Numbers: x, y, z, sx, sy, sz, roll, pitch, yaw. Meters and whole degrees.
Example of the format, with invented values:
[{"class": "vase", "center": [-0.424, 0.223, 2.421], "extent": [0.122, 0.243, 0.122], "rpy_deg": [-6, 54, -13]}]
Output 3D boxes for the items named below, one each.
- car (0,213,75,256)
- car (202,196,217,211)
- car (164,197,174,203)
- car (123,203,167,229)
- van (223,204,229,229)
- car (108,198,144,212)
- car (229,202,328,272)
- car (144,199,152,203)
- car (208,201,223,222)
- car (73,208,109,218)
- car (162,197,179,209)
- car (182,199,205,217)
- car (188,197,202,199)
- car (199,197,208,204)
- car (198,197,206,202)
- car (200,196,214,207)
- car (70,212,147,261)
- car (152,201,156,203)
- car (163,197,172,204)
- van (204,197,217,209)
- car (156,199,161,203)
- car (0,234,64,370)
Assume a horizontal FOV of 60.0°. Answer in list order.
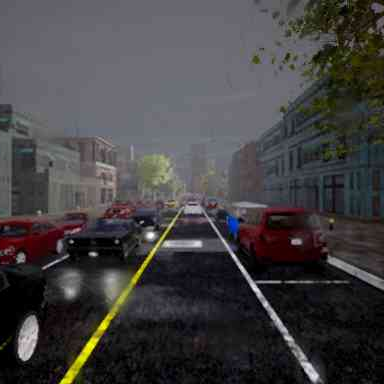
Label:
[{"class": "car", "center": [-5.692, 1.603, 10.912], "extent": [1.887, 1.381, 4.507], "rpy_deg": [-1, 0, 0]}, {"class": "car", "center": [2.691, 1.674, 44.176], "extent": [1.967, 1.590, 4.097], "rpy_deg": [-1, 0, 0]}, {"class": "car", "center": [-5.684, 1.986, 82.983], "extent": [2.008, 1.369, 4.403], "rpy_deg": [-1, 0, 0]}, {"class": "car", "center": [-3.078, 1.684, 22.580], "extent": [1.994, 1.385, 4.181], "rpy_deg": [0, 0, 0]}, {"class": "van", "center": [2.688, 1.429, 16.457], "extent": [1.690, 1.788, 3.998], "rpy_deg": [-1, 0, 0]}, {"class": "car", "center": [-5.693, 1.461, 27.546], "extent": [2.192, 1.841, 5.009], "rpy_deg": [-1, 0, 0]}, {"class": "car", "center": [2.687, 1.374, 10.913], "extent": [2.192, 1.841, 5.009], "rpy_deg": [-1, 0, 0]}, {"class": "car", "center": [-5.691, 1.491, 33.090], "extent": [2.192, 1.841, 5.009], "rpy_deg": [-1, 0, 0]}, {"class": "car", "center": [2.691, 1.697, 27.543], "extent": [2.008, 1.369, 4.403], "rpy_deg": [-1, 0, 0]}, {"class": "car", "center": [-5.691, 1.670, 16.457], "extent": [1.802, 1.307, 4.206], "rpy_deg": [-1, 0, 0]}, {"class": "car", "center": [-2.995, 1.777, 49.566], "extent": [1.882, 1.535, 5.008], "rpy_deg": [0, 0, 0]}, {"class": "car", "center": [0.101, 1.703, 33.552], "extent": [1.812, 1.442, 4.674], "rpy_deg": [0, 0, 0]}, {"class": "car", "center": [0.032, 1.591, 45.500], "extent": [2.097, 1.767, 4.553], "rpy_deg": [0, 0, 1]}, {"class": "car", "center": [2.696, 1.957, 77.439], "extent": [2.008, 1.369, 4.403], "rpy_deg": [-1, 0, 0]}, {"class": "car", "center": [2.697, 2.009, 88.527], "extent": [1.887, 1.381, 4.507], "rpy_deg": [-1, 0, 0]}, {"class": "car", "center": [2.692, 1.635, 60.808], "extent": [2.192, 1.841, 5.009], "rpy_deg": [-1, 0, 0]}, {"class": "car", "center": [-3.097, 1.669, 12.679], "extent": [1.895, 1.301, 4.718], "rpy_deg": [0, 0, 0]}, {"class": "car", "center": [-5.688, 1.770, 38.632], "extent": [1.947, 1.339, 4.313], "rpy_deg": [-1, 0, 0]}, {"class": "car", "center": [-5.684, 1.973, 77.439], "extent": [1.947, 1.339, 4.313], "rpy_deg": [-1, 0, 0]}, {"class": "van", "center": [2.691, 1.604, 49.720], "extent": [1.690, 1.788, 3.998], "rpy_deg": [-1, 0, 0]}, {"class": "car", "center": [-5.688, 1.778, 44.176], "extent": [1.887, 1.381, 4.507], "rpy_deg": [-1, 0, 0]}, {"class": "car", "center": [-3.099, 1.495, 2.986], "extent": [1.882, 1.535, 5.008], "rpy_deg": [0, 0, 0]}]
